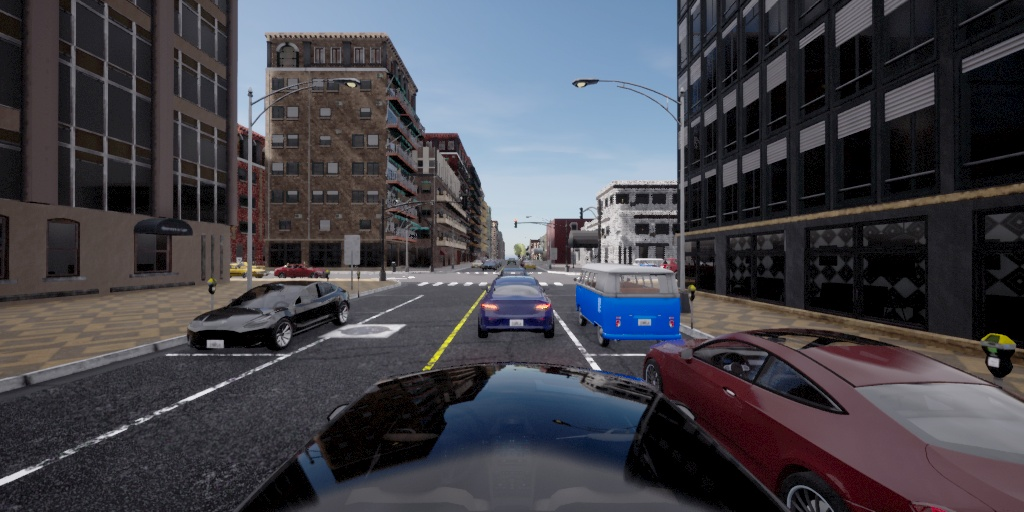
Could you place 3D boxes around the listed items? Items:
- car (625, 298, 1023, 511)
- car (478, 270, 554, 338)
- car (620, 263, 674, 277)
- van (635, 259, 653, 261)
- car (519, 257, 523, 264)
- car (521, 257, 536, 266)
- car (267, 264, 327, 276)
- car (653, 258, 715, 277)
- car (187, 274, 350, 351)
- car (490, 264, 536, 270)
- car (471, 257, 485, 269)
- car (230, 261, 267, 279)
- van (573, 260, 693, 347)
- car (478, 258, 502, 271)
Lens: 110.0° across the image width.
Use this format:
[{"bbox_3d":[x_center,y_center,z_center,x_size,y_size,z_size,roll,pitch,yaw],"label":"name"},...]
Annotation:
[{"bbox_3d":[2.657,1.332,3.342,1.802,1.307,4.207,0,0,0],"label":"car"},{"bbox_3d":[0.099,1.277,10.031,1.812,1.442,4.674,0,0,0],"label":"car"},{"bbox_3d":[13.394,1.417,35.729,4.718,1.301,1.895,0,0,1],"label":"car"},{"bbox_3d":[14.887,1.174,38.299,3.998,1.789,1.690,0,0,0],"label":"van"},{"bbox_3d":[2.674,1.380,64.896,1.802,1.307,4.207,0,0,0],"label":"car"},{"bbox_3d":[2.677,1.309,53.987,1.751,1.417,4.829,0,0,0],"label":"car"},{"bbox_3d":[-17.474,1.283,29.833,4.207,1.307,1.802,0,0,0],"label":"car"},{"bbox_3d":[14.912,1.107,29.919,5.009,1.841,2.192,0,0,0],"label":"car"},{"bbox_3d":[-5.692,1.317,9.055,1.948,1.339,4.313,0,0,0],"label":"car"},{"bbox_3d":[0.088,1.317,18.482,1.994,1.385,4.181,0,0,0],"label":"car"},{"bbox_3d":[-5.706,1.316,59.183,1.751,1.417,4.829,0,0,0],"label":"car"},{"bbox_3d":[-22.967,1.215,29.818,4.829,1.417,1.751,0,0,0],"label":"car"},{"bbox_3d":[2.655,1.092,9.031,1.690,1.789,3.998,0,0,0],"label":"van"},{"bbox_3d":[-3.074,1.327,50.662,2.033,1.411,5.357,0,0,3],"label":"car"}]
